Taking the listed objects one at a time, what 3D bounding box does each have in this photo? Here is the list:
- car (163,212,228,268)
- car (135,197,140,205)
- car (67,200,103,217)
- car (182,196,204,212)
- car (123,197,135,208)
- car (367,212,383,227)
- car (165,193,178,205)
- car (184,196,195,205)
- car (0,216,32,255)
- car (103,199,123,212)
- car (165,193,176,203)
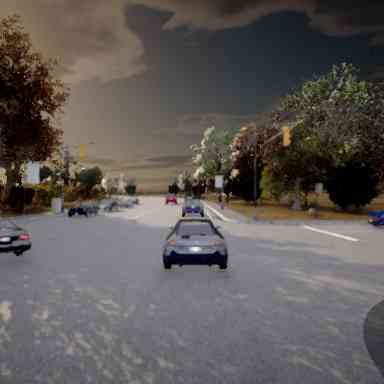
[{"bbox_3d":[0.098,1.605,11.446,1.994,1.385,4.181,0,0,0],"label":"car"},{"bbox_3d":[-10.906,1.656,62.123,1.812,1.442,4.674,0,0,-2],"label":"car"},{"bbox_3d":[-10.608,1.716,32.783,1.895,1.301,4.718,0,0,0],"label":"car"},{"bbox_3d":[0.093,1.472,34.036,2.097,1.767,4.553,0,0,0],"label":"car"},{"bbox_3d":[-10.596,1.749,51.843,1.895,1.301,4.718,0,0,-1],"label":"car"},{"bbox_3d":[13.934,1.553,21.444,5.008,1.535,1.882,0,0,-3],"label":"car"},{"bbox_3d":[-3.960,1.350,63.556,2.150,2.045,5.566,0,0,-3],"label":"car"},{"bbox_3d":[-0.512,1.604,64.507,1.882,1.535,5.008,0,0,-4],"label":"car"},{"bbox_3d":[-7.885,1.592,12.477,5.357,1.411,2.033,0,0,43],"label":"car"},{"bbox_3d":[-10.588,1.632,41.887,2.128,1.511,4.902,0,0,0],"label":"car"},{"bbox_3d":[-4.754,1.318,74.302,2.150,2.045,5.566,0,0,-7],"label":"car"}]
